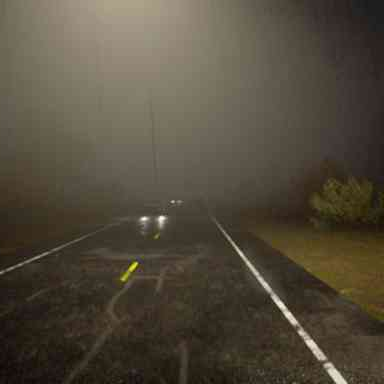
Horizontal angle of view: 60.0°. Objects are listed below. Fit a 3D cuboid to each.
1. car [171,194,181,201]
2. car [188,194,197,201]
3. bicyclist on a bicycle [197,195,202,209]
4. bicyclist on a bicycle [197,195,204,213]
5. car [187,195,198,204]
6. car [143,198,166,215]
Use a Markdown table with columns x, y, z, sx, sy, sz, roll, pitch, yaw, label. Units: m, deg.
| x | y | z | sx | sy | sz | roll | pitch | yaw | label |
| --- | --- | --- | --- | --- | --- | --- | --- | --- | --- |
| -3.469 | 1.220 | 73.009 | 1.994 | 1.385 | 4.181 | 0 | 0 | 0 | car |
| 0.031 | 1.269 | 74.149 | 1.994 | 1.385 | 4.181 | 0 | 0 | 0 | car |
| 0.982 | 1.230 | 43.144 | 0.659 | 1.776 | 1.843 | 0 | 0 | 0 | bicyclist on a bicycle |
| 0.976 | 1.345 | 34.532 | 0.582 | 1.620 | 1.656 | 0 | 0 | 0 | bicyclist on a bicycle |
| 0.108 | 1.369 | 56.250 | 1.994 | 1.385 | 4.181 | 0 | 0 | 0 | car |
| -3.583 | 1.377 | 32.493 | 1.882 | 1.535 | 5.008 | 0 | 0 | 0 | car |
